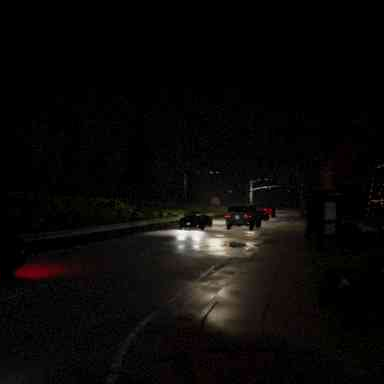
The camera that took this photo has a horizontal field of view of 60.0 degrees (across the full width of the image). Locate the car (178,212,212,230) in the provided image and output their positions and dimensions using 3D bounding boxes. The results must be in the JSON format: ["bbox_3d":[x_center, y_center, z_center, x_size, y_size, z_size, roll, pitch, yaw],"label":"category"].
[{"bbox_3d":[0.334,2.323,27.412,1.994,1.385,4.181,1,-2,18],"label":"car"}]

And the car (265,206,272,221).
[{"bbox_3d":[8.269,2.808,40.680,1.994,1.385,4.181,0,-2,18],"label":"car"}]

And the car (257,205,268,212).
[{"bbox_3d":[17.171,4.002,80.407,2.033,1.411,5.357,1,-2,18],"label":"car"}]

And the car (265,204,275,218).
[{"bbox_3d":[11.332,2.781,50.457,2.150,2.045,5.566,0,-1,18],"label":"car"}]

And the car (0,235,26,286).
[{"bbox_3d":[-6.096,1.597,7.491,2.128,1.511,4.902,0,-2,18],"label":"car"}]

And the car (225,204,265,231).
[{"bbox_3d":[4.419,2.063,28.052,2.150,2.045,5.566,0,-1,21],"label":"car"}]
